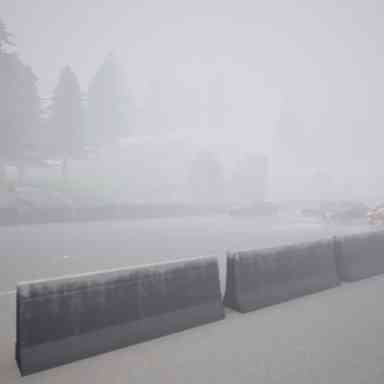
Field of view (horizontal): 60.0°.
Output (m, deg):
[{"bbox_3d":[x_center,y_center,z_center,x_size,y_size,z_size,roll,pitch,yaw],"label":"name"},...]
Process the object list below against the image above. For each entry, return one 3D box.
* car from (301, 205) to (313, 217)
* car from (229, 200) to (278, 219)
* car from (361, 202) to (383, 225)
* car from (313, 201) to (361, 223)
[{"bbox_3d":[12.054,1.498,29.657,5.357,1.411,2.033,0,0,-35],"label":"car"},{"bbox_3d":[5.462,1.453,29.311,5.008,1.535,1.882,0,0,-35],"label":"car"},{"bbox_3d":[13.686,1.324,22.256,4.553,1.767,2.097,-1,0,-35],"label":"car"},{"bbox_3d":[11.784,1.462,25.197,4.902,1.511,2.128,0,0,-35],"label":"car"}]
